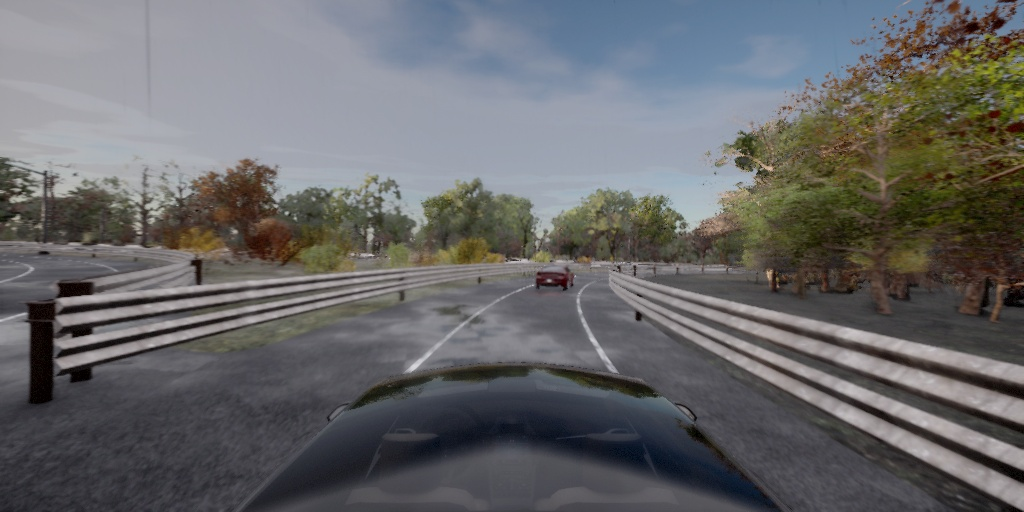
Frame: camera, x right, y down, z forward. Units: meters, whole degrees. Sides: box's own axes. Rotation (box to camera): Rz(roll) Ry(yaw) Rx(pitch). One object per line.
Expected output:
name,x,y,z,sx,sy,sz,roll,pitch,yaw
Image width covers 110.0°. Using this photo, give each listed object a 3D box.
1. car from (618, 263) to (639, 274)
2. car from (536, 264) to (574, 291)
car,16.766,1.803,51.364,1.837,1.490,4.892,0,-2,38
car,2.854,1.300,23.049,1.882,1.535,5.008,1,0,16
